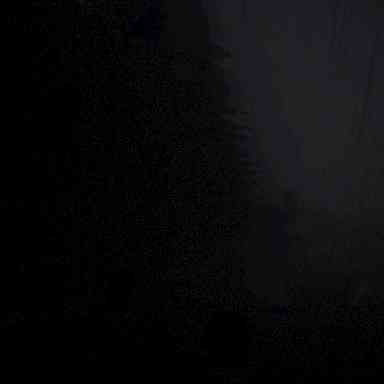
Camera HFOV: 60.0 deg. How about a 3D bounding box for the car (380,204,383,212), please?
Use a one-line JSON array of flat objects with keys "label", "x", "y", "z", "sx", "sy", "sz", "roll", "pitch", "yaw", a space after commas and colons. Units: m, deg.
[{"label": "car", "x": 32.627, "y": 2.595, "z": 55.561, "sx": 1.994, "sy": 1.385, "sz": 4.181, "roll": -2, "pitch": -2, "yaw": 33}]
